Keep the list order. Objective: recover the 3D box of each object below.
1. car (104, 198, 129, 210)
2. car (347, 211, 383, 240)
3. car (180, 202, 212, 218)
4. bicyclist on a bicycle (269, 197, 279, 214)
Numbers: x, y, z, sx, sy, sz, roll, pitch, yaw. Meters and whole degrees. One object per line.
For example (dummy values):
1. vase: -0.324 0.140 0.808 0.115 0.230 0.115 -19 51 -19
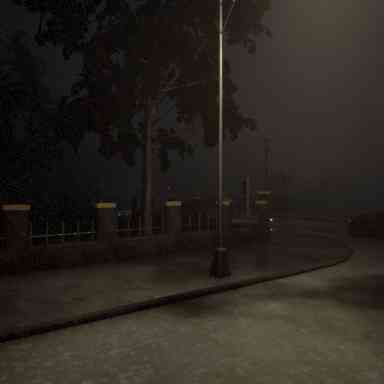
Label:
1. car: -9.918 1.492 43.313 2.128 1.511 4.902 0 0 -36
2. car: 9.073 1.564 14.977 1.994 1.385 4.181 0 0 -16
3. car: -0.125 1.564 29.443 1.994 1.385 4.181 0 0 -35
4. bicyclist on a bicycle: 7.994 1.349 32.513 1.656 1.620 0.582 0 0 -36
